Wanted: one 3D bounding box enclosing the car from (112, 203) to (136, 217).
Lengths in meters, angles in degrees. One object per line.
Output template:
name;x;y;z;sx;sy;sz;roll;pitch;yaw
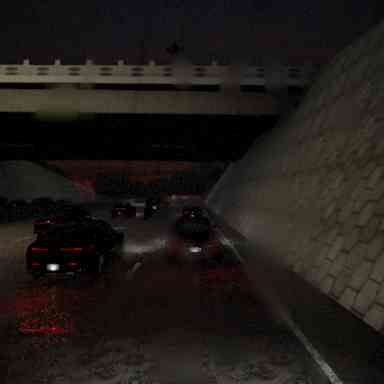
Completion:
car;-6.940;1.863;34.213;2.128;1.511;4.902;0;-1;0

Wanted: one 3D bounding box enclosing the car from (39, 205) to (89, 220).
car;-6.921;1.706;18.362;1.837;1.490;4.892;0;-1;0

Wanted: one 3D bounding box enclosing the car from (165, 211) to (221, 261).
car;0.075;1.664;12.732;1.812;1.442;4.674;0;-1;0

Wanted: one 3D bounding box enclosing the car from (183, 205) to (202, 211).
car;0.062;1.954;32.656;1.895;1.301;4.718;0;-1;0

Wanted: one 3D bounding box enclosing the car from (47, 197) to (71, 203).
car;-21.127;1.942;54.083;2.097;1.767;4.553;0;-1;0

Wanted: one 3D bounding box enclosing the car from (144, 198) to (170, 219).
car;-3.439;1.583;33.334;2.150;2.045;5.566;0;-1;0

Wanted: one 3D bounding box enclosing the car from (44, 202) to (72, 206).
car;-10.434;1.862;28.760;2.033;1.411;5.357;0;-1;0

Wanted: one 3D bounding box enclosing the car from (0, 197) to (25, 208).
car;-28.124;1.934;53.180;2.097;1.767;4.553;0;-1;0

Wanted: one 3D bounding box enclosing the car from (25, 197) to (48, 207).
car;-24.619;1.816;54.616;2.150;2.045;5.566;0;0;0

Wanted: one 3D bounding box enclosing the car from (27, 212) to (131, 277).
car;-3.415;1.622;10.599;1.837;1.490;4.892;0;-1;0
